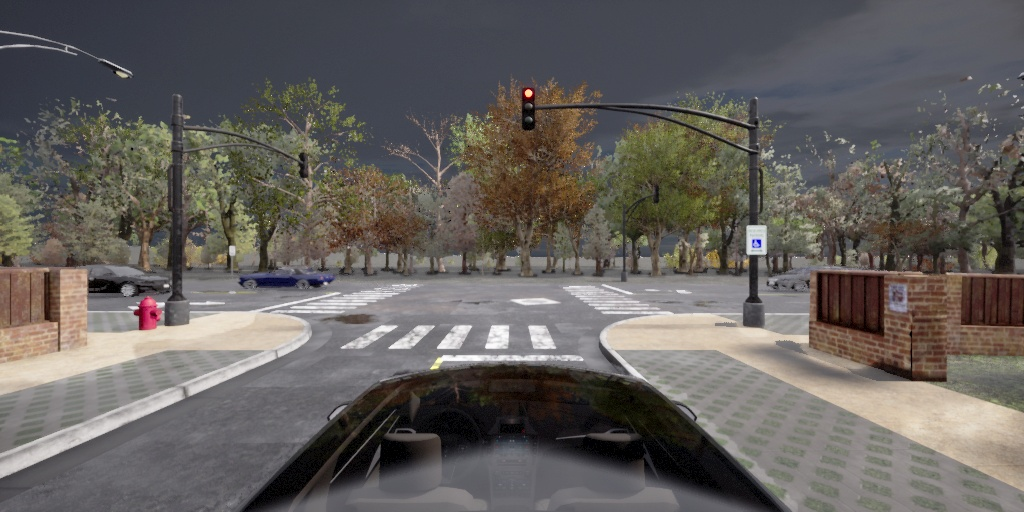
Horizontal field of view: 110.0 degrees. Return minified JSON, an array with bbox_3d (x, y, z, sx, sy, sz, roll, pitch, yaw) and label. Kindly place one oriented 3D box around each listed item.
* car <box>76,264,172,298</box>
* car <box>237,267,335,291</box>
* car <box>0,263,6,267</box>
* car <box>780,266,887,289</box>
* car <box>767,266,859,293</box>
[{"bbox_3d":[-19.171,1.157,17.295,5.008,1.535,1.882,0,0,0],"label":"car"},{"bbox_3d":[-13.127,1.309,20.959,4.718,1.301,1.895,0,0,-2],"label":"car"},{"bbox_3d":[-21.104,1.020,14.043,4.553,1.767,2.097,0,0,0],"label":"car"},{"bbox_3d":[21.443,1.384,24.058,5.357,1.411,2.033,0,0,0],"label":"car"},{"bbox_3d":[17.524,1.311,20.802,4.902,1.511,2.128,0,0,0],"label":"car"}]
